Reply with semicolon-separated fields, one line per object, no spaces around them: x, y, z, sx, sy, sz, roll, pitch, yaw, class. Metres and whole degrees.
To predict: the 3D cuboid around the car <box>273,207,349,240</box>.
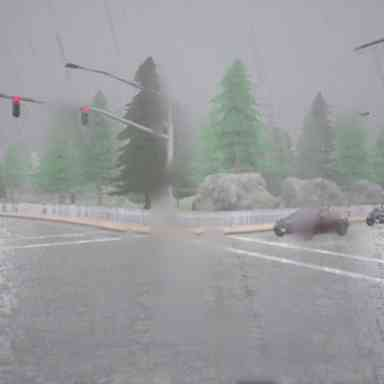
6.227;1.530;17.064;4.674;1.442;1.812;0;0;-35;car

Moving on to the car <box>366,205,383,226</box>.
13.515;1.531;22.221;4.674;1.442;1.812;0;0;-35;car
